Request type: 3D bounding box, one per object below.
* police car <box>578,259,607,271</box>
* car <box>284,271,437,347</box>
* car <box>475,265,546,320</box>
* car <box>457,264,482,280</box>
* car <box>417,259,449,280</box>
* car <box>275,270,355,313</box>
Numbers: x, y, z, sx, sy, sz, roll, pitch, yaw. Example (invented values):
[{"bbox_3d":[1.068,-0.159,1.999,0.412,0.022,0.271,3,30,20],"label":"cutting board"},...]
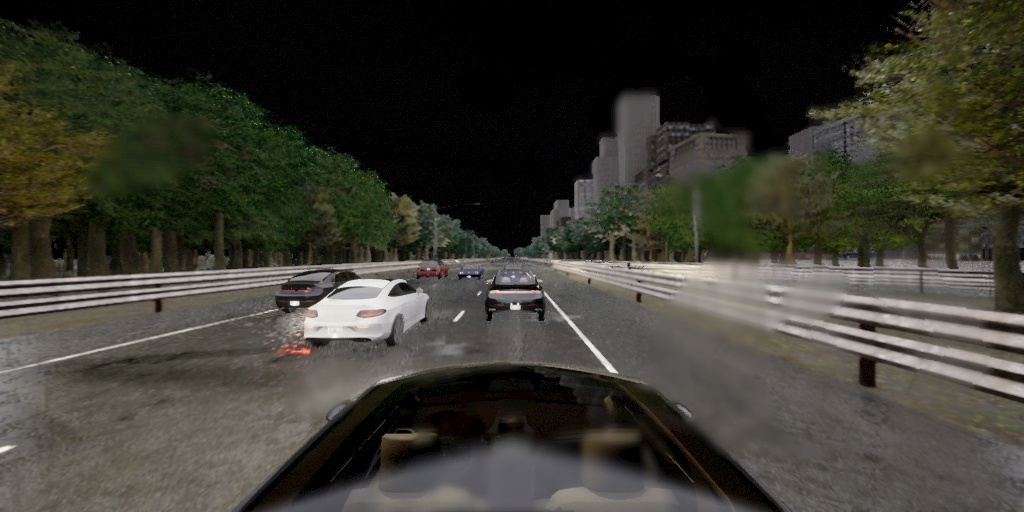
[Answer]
[{"bbox_3d":[10.994,1.257,49.804,1.930,1.638,5.238,0,0,-25],"label":"police car"},{"bbox_3d":[-3.401,1.276,9.196,1.812,1.442,4.674,0,0,0],"label":"car"},{"bbox_3d":[0.099,1.243,12.567,2.128,1.511,4.902,0,0,0],"label":"car"},{"bbox_3d":[-3.398,1.354,30.636,1.895,1.301,4.718,0,0,0],"label":"car"},{"bbox_3d":[-6.900,1.105,31.768,2.097,1.767,4.553,0,0,0],"label":"car"},{"bbox_3d":[-6.898,1.256,13.803,1.837,1.490,4.892,0,0,0],"label":"car"}]
